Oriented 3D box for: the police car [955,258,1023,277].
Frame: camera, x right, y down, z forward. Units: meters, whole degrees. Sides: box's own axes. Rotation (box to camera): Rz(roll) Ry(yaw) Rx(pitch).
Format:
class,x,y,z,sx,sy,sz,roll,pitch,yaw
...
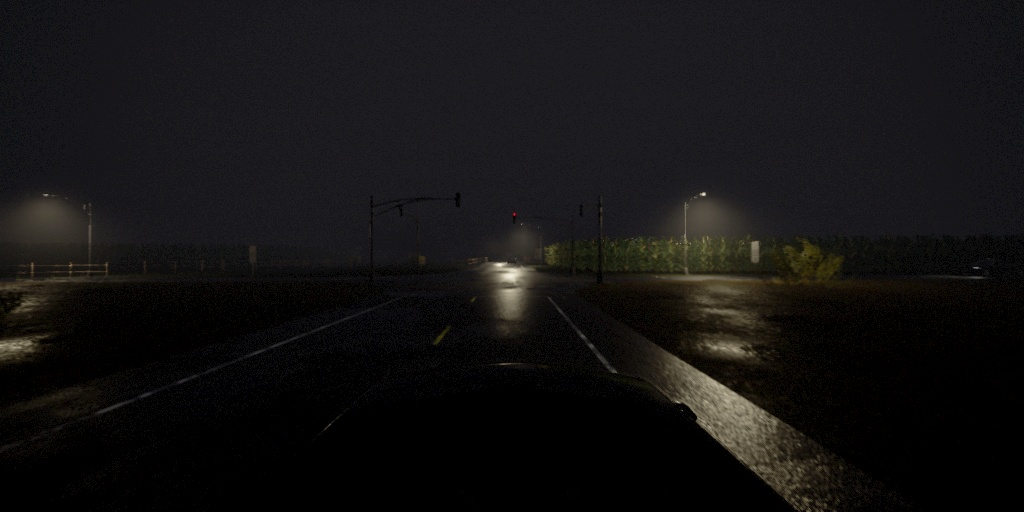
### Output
class,x,y,z,sx,sy,sz,roll,pitch,yaw
police car,43.417,0.997,32.637,5.238,1.638,1.930,0,0,0
